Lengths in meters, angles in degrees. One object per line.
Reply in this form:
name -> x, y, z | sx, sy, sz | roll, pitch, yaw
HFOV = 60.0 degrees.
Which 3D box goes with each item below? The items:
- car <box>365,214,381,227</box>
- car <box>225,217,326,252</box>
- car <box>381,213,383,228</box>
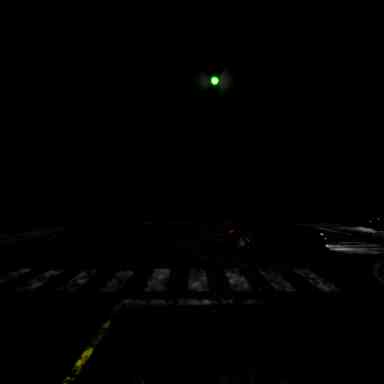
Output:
car -> 14.901, 1.938, 24.064 | 4.181, 1.385, 1.994 | 0, -2, 1
car -> 3.529, 1.776, 14.409 | 4.181, 1.385, 1.994 | 0, -1, 1
car -> 14.837, 1.815, 20.817 | 4.674, 1.442, 1.812 | 0, -2, 1
